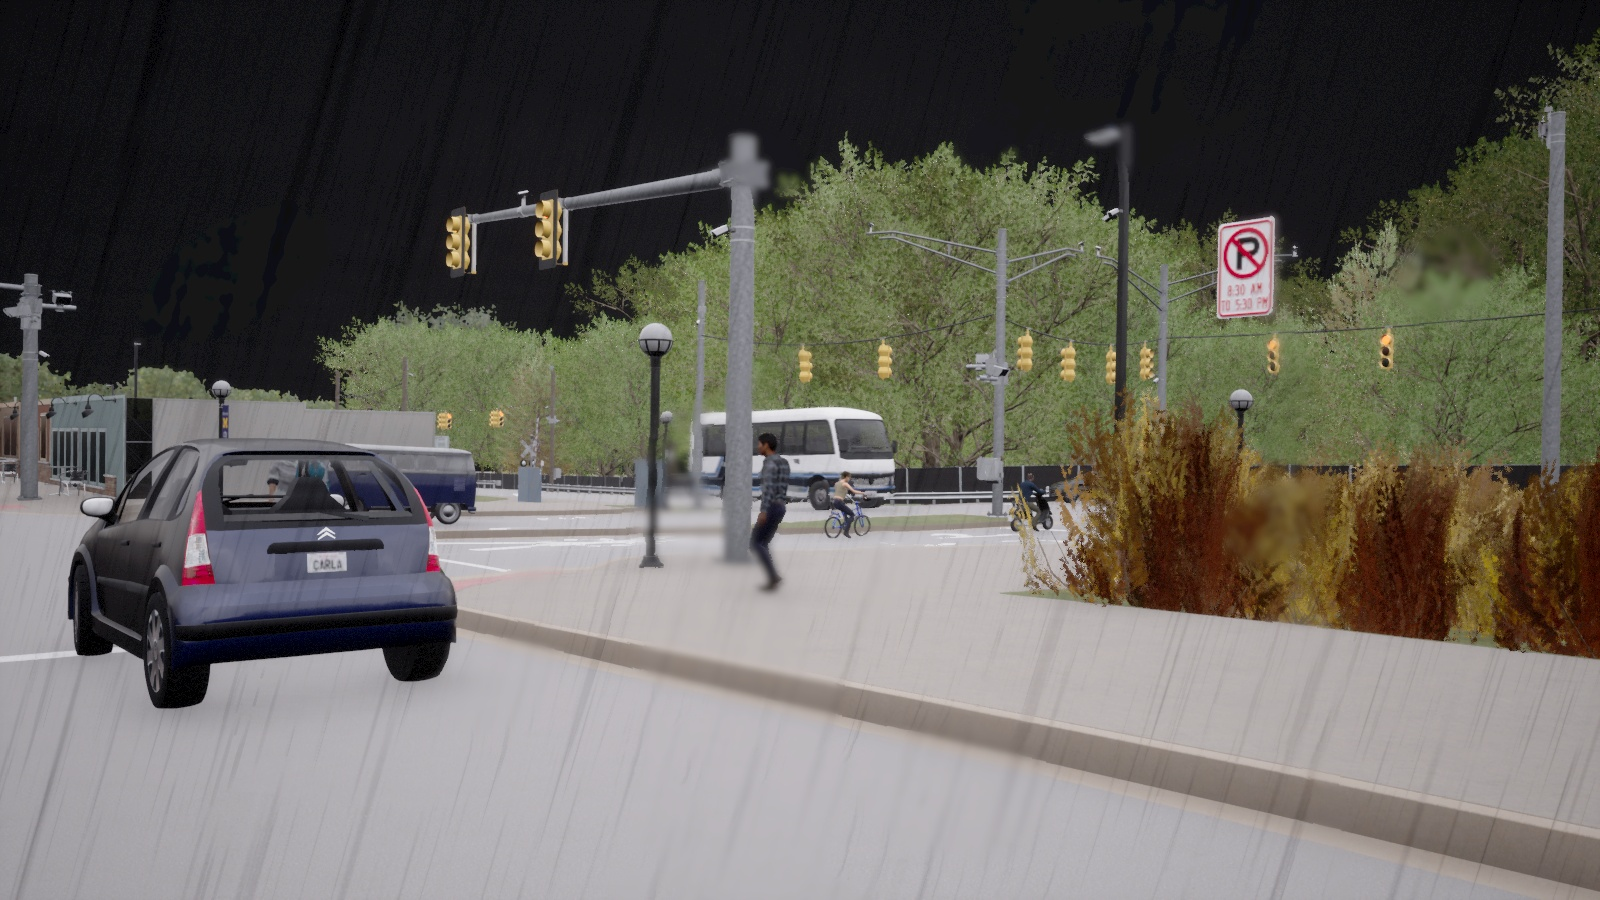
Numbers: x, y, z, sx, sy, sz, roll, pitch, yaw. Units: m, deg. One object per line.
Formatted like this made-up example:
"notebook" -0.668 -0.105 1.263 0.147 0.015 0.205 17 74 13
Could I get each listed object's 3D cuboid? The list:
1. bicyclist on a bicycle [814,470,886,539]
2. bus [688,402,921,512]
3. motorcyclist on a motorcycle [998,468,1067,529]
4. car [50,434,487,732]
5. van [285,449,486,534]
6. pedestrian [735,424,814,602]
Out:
"bicyclist on a bicycle" 1.201 1.291 30.291 1.509 1.612 0.866 -1 0 -39
"bus" -0.023 0.378 53.619 3.944 4.253 10.273 -1 -1 -42
"motorcyclist on a motorcycle" 6.380 1.320 34.445 1.817 1.590 0.866 -1 0 -39
"car" -3.969 0.760 8.959 1.851 1.617 3.988 -1 -1 -38
"van" -10.428 1.055 31.788 4.442 1.987 1.775 2 -2 -41
"pedestrian" -0.281 0.687 14.105 0.788 1.949 0.423 0 1 20
